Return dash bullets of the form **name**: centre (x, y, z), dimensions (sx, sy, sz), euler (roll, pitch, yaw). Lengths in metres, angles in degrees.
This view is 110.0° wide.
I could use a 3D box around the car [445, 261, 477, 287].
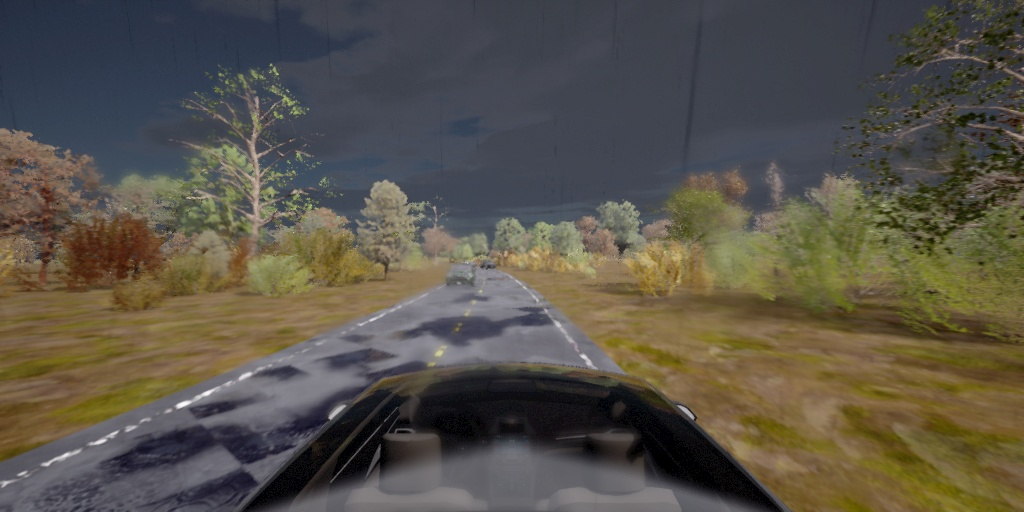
- **car**: centre (-3.838, 1.372, 27.545), dimensions (2.097, 1.767, 4.553), euler (0, -1, -3)
